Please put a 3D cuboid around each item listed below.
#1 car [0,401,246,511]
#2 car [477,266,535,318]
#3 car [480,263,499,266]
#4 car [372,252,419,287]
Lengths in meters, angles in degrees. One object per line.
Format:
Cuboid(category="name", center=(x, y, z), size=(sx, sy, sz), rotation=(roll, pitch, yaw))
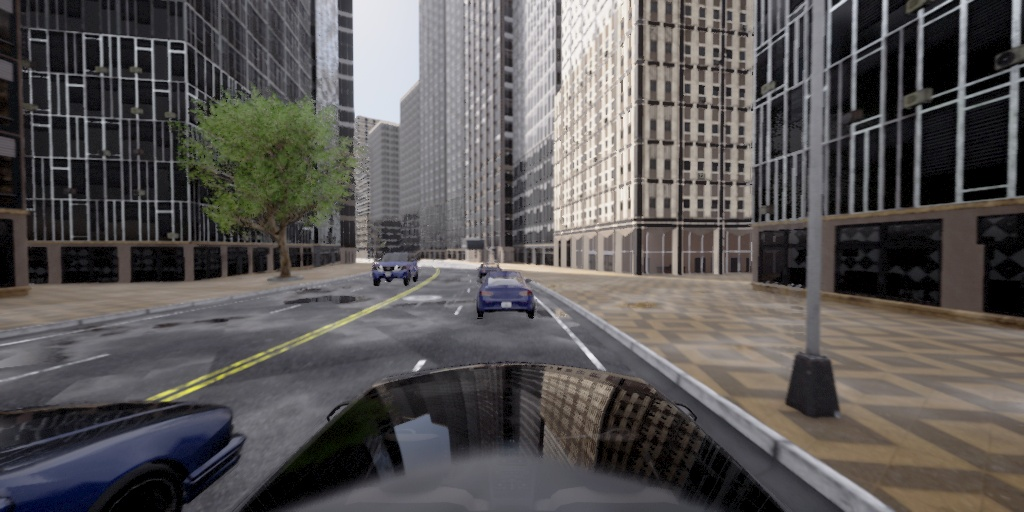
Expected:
Cuboid(category="car", center=(-3.182, 1.307, 0.526), size=(2.033, 1.411, 5.357), rotation=(0, 0, 0))
Cuboid(category="car", center=(-0.269, 1.242, 12.690), size=(1.812, 1.442, 4.674), rotation=(0, 0, -3))
Cuboid(category="car", center=(-2.009, 1.261, 31.557), size=(1.895, 1.301, 4.718), rotation=(0, 0, -8))
Cuboid(category="car", center=(-7.718, 0.738, 24.237), size=(2.150, 2.045, 5.566), rotation=(0, 0, -6))
